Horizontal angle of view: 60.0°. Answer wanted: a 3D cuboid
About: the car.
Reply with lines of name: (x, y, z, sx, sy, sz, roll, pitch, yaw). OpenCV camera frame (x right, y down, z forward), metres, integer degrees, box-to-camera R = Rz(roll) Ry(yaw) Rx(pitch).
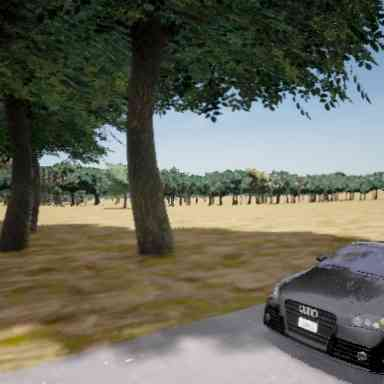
car: (3.171, 1.573, 5.524, 4.181, 1.385, 1.994, 0, 0, -34)
